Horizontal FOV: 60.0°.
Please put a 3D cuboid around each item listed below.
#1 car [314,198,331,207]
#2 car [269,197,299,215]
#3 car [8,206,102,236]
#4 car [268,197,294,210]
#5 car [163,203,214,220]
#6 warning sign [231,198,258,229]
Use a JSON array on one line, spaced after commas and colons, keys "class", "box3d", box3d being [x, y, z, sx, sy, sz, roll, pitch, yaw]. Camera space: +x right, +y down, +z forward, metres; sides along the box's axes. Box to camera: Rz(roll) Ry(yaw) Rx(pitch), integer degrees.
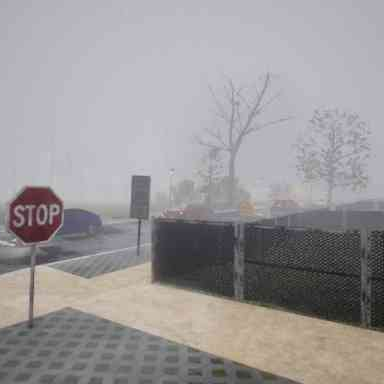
[{"class": "car", "box3d": [20.951, 1.722, 53.238, 1.812, 1.442, 4.674, 4, 2, 33]}, {"class": "car", "box3d": [10.403, 1.505, 36.934, 2.097, 1.767, 4.553, 4, 2, 33]}, {"class": "car", "box3d": [-6.467, 1.454, 16.252, 1.812, 1.442, 4.674, 4, 2, 31]}, {"class": "car", "box3d": [11.982, 1.499, 44.658, 1.837, 1.490, 4.892, 4, 2, 33]}, {"class": "car", "box3d": [-0.209, 1.544, 26.010, 1.895, 1.301, 4.718, 4, 2, 33]}, {"class": "warning sign", "box3d": [3.432, 1.387, 21.718, 1.300, 1.860, 1.060, 4, 3, 33]}]
